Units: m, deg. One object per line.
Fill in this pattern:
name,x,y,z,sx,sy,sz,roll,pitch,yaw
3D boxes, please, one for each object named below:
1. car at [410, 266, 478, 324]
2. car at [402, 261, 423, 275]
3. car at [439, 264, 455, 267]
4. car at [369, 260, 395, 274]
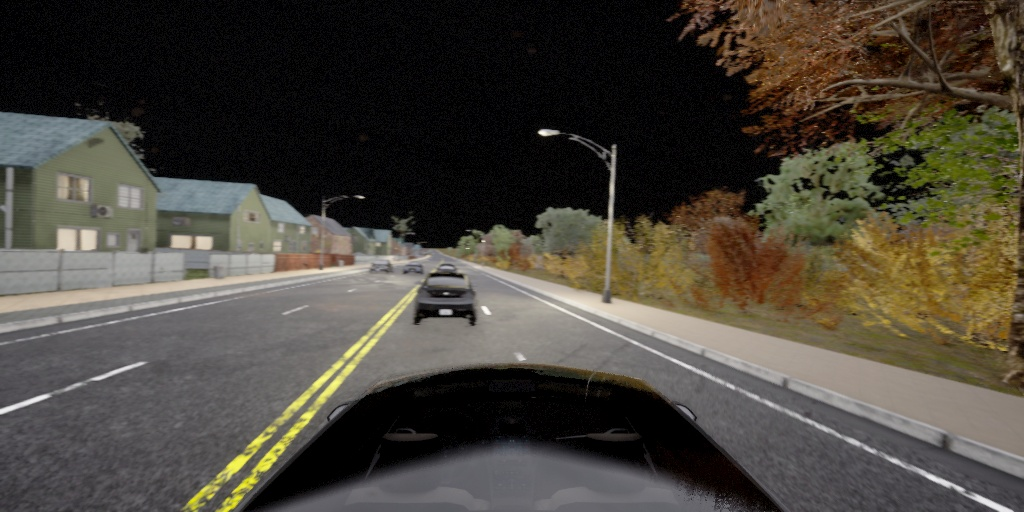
car,-2.199,1.282,12.026,1.837,1.490,4.892,2,-1,-10
car,-10.462,1.284,38.378,1.994,1.385,4.181,2,-1,-10
car,-5.391,1.365,29.602,1.812,1.442,4.674,2,-1,-10
car,-13.636,1.107,37.688,1.812,1.442,4.674,2,-1,-10
